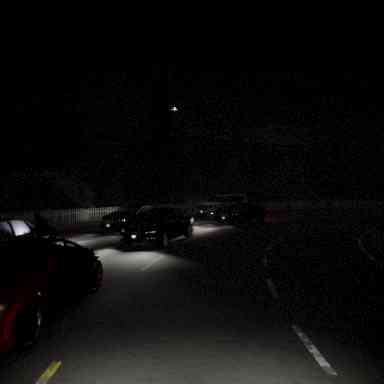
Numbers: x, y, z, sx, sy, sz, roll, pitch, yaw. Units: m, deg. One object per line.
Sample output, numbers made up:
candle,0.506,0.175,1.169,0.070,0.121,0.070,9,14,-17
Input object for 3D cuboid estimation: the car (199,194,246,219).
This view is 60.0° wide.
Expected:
car,2.661,1.221,28.598,2.150,2.045,5.566,0,0,44

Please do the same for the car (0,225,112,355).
car,-3.178,1.564,6.086,1.994,1.385,4.181,0,0,5

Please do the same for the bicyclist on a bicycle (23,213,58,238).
bicyclist on a bicycle,-4.818,1.496,10.628,1.656,1.620,0.582,3,1,8

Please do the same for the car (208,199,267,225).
car,3.709,1.491,24.466,2.128,1.511,4.902,0,0,40

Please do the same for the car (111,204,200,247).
car,-1.421,1.506,15.235,1.837,1.490,4.892,0,0,21

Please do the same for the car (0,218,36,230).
car,-6.292,1.543,10.286,2.033,1.411,5.357,0,0,9

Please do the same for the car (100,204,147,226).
car,-3.330,1.491,19.683,2.128,1.511,4.902,0,0,26
